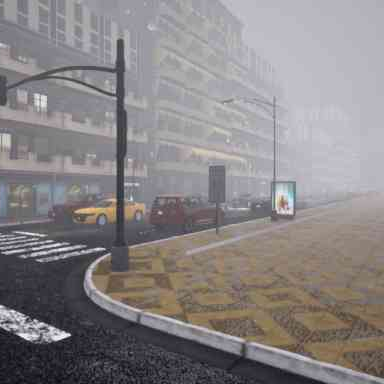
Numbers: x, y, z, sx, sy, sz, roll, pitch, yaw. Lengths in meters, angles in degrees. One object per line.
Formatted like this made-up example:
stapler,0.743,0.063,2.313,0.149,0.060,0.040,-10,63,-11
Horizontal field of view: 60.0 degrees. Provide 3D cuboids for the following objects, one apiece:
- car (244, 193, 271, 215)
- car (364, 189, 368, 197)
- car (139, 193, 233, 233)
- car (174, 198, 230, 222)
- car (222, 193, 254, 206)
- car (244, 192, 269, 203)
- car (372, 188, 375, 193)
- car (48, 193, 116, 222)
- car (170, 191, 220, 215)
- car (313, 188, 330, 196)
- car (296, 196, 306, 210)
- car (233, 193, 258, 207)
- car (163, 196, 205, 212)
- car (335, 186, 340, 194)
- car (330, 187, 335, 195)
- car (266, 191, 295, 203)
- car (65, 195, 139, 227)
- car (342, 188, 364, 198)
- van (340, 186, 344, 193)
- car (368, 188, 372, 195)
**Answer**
car,6.209,1.069,26.809,1.947,1.339,4.313,1,2,35
car,31.622,0.098,63.187,1.967,1.590,4.097,1,2,35
car,-0.142,1.026,17.708,2.192,1.841,5.009,1,2,35
car,0.801,1.169,23.614,1.994,1.385,4.181,0,1,35
car,5.655,0.829,40.649,2.008,1.369,4.403,2,2,35
car,8.830,0.754,45.196,1.802,1.307,4.206,2,2,35
car,37.974,-0.012,72.285,1.887,1.381,4.507,1,2,35
car,-7.047,1.010,22.456,2.192,1.841,5.009,1,2,35
car,0.371,0.879,28.586,2.097,1.767,4.553,0,1,35
car,27.885,-0.025,72.471,1.967,1.590,4.097,2,2,35
car,9.386,0.965,31.358,1.947,1.339,4.313,1,2,35
car,6.114,0.843,36.795,1.837,1.490,4.892,0,1,35
car,-0.697,1.069,31.557,1.802,1.307,4.206,2,2,35
car,34.238,-0.239,81.565,1.967,1.590,4.097,2,2,35
car,31.061,-0.027,77.022,1.887,1.381,4.507,2,2,35
car,12.121,0.631,45.318,2.128,1.511,4.902,0,1,35
car,-5.016,1.180,20.867,1.882,1.535,5.008,0,1,34
car,28.445,0.309,58.643,1.887,1.381,4.507,1,2,35
van,37.414,-0.446,86.109,1.690,1.788,3.998,2,2,35
car,34.798,0.096,67.737,1.887,1.381,4.507,1,2,35
